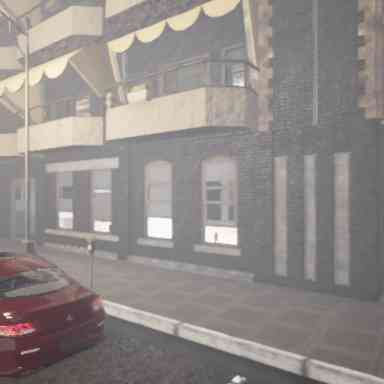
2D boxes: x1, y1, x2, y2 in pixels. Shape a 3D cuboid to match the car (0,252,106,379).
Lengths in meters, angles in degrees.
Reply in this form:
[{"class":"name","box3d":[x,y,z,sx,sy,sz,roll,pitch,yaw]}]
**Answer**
[{"class":"car","box3d":[-3.086,1.599,5.078,4.206,1.307,1.802,0,0,36]}]
